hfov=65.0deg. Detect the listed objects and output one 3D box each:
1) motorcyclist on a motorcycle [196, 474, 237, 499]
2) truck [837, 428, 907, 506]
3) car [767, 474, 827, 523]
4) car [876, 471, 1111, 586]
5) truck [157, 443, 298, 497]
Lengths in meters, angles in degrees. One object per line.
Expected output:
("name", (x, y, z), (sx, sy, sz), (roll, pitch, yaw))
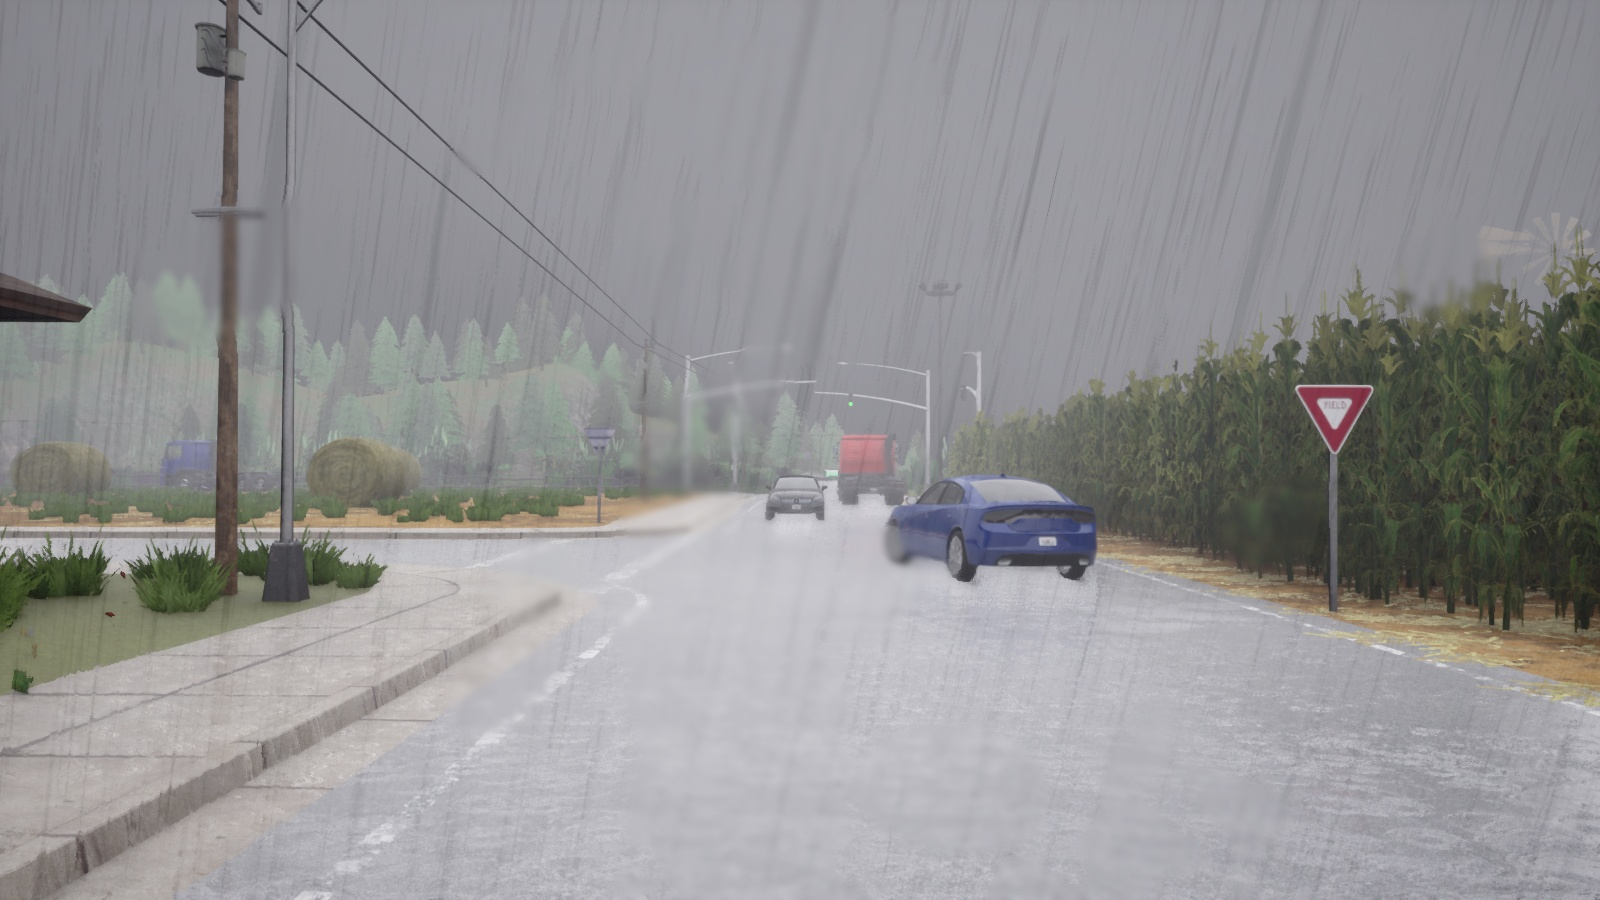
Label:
("motorcyclist on a motorcycle", (-36.568, 2.279, 78.681), (2.191, 1.530, 0.866), (0, -1, 3))
("truck", (3.355, 0.827, 60.195), (2.891, 3.462, 7.936), (0, -1, 0))
("car", (-0.101, 1.517, 40.350), (1.812, 1.442, 4.674), (0, -1, 0))
("car", (2.796, 1.104, 19.516), (1.882, 1.535, 5.008), (0, -1, -13))
("truck", (-37.430, 1.325, 82.244), (7.936, 3.462, 2.891), (0, -1, 3))
